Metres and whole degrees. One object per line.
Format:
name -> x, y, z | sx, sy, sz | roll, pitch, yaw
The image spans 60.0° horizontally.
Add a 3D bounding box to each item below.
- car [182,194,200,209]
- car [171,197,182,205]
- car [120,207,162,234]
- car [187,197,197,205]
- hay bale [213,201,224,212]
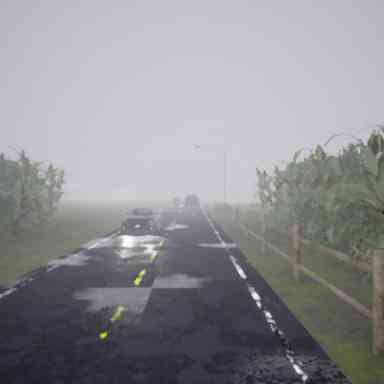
car -> 0.013, 1.311, 48.050 | 2.150, 2.045, 5.566 | 0, 0, 0
car -> -2.768, 1.637, 61.572 | 1.837, 1.490, 4.892 | 0, 0, 1
car -> -2.846, 1.590, 19.317 | 1.994, 1.385, 4.181 | 0, 0, 0
car -> 0.013, 1.699, 63.720 | 1.994, 1.385, 4.181 | 0, 0, 0
hay bale -> 3.137, 1.721, 39.714 | 1.220, 1.180, 1.240 | 1, 0, 0
